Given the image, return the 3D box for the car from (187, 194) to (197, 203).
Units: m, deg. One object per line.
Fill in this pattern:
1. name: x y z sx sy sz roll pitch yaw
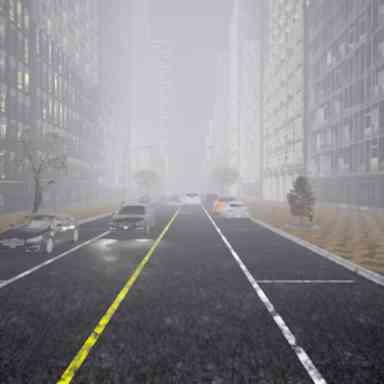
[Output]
1. car: 0.000 1.153 61.928 1.882 1.535 5.008 0 -1 1

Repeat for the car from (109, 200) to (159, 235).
1. car: -3.107 1.410 18.026 1.837 1.490 4.892 0 0 0

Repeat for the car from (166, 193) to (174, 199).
1. car: -5.730 0.977 86.657 1.967 1.590 4.097 -1 0 0

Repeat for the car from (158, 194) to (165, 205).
1. car: -5.717 1.248 52.386 1.752 1.417 4.829 -1 0 0

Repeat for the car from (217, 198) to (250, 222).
1. car: 3.139 1.396 24.606 1.812 1.442 4.674 0 0 0

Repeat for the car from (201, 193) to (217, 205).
1. car: 2.661 1.037 52.558 2.192 1.841 5.009 -1 0 0

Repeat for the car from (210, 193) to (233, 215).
1. car: 3.101 1.186 31.575 2.097 1.767 4.553 0 0 0

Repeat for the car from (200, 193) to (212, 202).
1. car: 2.658 1.101 63.925 1.967 1.590 4.097 -1 0 0

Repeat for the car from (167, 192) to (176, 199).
1. car: -5.733 0.821 92.340 2.192 1.841 5.009 -1 0 0

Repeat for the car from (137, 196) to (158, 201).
1. car: -5.714 1.223 41.188 1.967 1.590 4.097 -1 0 0

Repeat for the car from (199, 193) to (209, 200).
1. car: 2.654 1.039 75.293 1.967 1.590 4.097 -1 0 0

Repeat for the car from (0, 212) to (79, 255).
1. car: -5.703 1.484 12.771 2.008 1.369 4.403 -1 0 0

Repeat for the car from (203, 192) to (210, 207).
1. car: 2.663 1.067 46.874 2.192 1.841 5.009 -1 0 0

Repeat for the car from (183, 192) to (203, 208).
1. car: 0.003 1.005 44.140 2.150 2.045 5.566 0 0 1

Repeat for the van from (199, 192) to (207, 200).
1. van: 2.651 0.909 80.975 1.690 1.788 3.998 -1 0 0

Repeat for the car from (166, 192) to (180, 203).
1. car: -3.073 1.164 59.209 1.882 1.535 5.008 0 0 0

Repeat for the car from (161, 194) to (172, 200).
1. car: -5.725 1.150 75.290 2.008 1.369 4.403 -1 0 0

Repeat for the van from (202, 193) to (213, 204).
1. van: 2.659 1.033 58.241 1.690 1.788 3.998 -1 0 0
